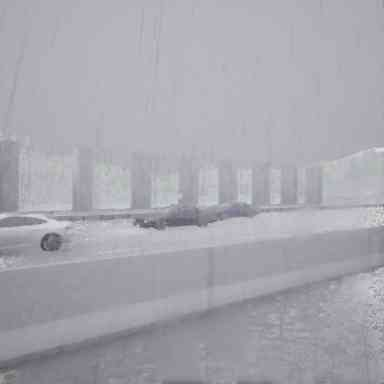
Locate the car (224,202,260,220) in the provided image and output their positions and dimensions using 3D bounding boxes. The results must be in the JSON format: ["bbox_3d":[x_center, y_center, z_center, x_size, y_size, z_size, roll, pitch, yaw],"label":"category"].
[{"bbox_3d":[3.320,1.540,27.746,5.357,1.411,2.033,0,0,-35],"label":"car"}]

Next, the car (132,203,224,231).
[{"bbox_3d":[-0.897,1.528,20.493,5.357,1.411,2.033,0,0,-35],"label":"car"}]

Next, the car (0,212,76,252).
[{"bbox_3d":[-6.680,1.490,12.120,4.674,1.442,1.812,0,0,-35],"label":"car"}]
